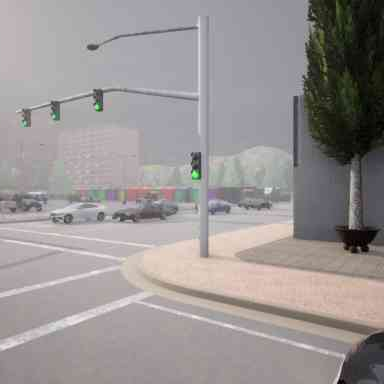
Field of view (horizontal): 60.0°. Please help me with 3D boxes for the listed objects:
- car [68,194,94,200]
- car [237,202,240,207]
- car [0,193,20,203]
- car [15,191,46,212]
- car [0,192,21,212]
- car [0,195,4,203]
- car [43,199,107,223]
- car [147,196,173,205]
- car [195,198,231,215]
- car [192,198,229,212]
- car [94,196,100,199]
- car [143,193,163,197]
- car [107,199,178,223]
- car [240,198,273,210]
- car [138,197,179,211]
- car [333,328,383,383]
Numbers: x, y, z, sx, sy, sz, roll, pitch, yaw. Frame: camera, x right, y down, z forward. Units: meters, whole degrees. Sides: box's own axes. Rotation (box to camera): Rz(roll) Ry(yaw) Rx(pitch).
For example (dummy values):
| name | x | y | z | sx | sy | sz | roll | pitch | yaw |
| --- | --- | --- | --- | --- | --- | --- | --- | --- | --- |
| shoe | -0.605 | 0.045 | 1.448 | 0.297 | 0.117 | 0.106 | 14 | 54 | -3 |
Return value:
| name | x | y | z | sx | sy | sz | roll | pitch | yaw |
| --- | --- | --- | --- | --- | --- | --- | --- | --- | --- |
| car | -21.292 | 1.153 | 62.635 | 4.605 | 1.855 | 1.932 | 0 | 0 | 35 |
| car | 8.605 | 1.547 | 48.725 | 2.033 | 1.411 | 5.357 | 0 | 0 | 37 |
| car | -36.798 | 1.153 | 66.784 | 4.605 | 1.855 | 1.932 | 0 | 0 | 35 |
| car | -18.250 | 1.156 | 36.495 | 3.866 | 1.878 | 1.905 | 0 | 0 | 35 |
| car | -19.964 | 1.153 | 34.162 | 4.605 | 1.855 | 1.932 | 0 | 0 | 35 |
| car | -38.304 | 1.364 | 64.563 | 3.905 | 1.438 | 1.784 | 0 | 0 | 35 |
| car | -8.589 | 1.526 | 25.573 | 1.812 | 1.442 | 4.674 | 0 | 0 | 38 |
| car | -5.287 | 1.395 | 54.909 | 3.806 | 1.475 | 1.970 | 0 | 0 | 35 |
| car | 2.391 | 1.526 | 34.575 | 1.812 | 1.442 | 4.674 | 0 | 0 | 37 |
| car | 2.270 | 1.491 | 40.280 | 2.128 | 1.511 | 4.902 | 0 | 0 | 37 |
| car | -19.569 | 1.364 | 64.964 | 3.905 | 1.438 | 1.784 | 0 | 0 | 35 |
| car | -6.965 | 1.156 | 52.549 | 3.866 | 1.878 | 1.905 | 0 | 0 | 35 |
| car | -3.750 | 1.547 | 26.310 | 2.033 | 1.411 | 5.357 | 0 | 0 | 36 |
| car | 8.684 | 1.547 | 43.017 | 2.033 | 1.411 | 5.357 | 0 | 0 | 37 |
| car | -3.205 | 1.526 | 32.917 | 1.812 | 1.442 | 4.674 | 0 | 0 | 37 |
| car | 3.319 | 1.492 | 1.599 | 4.902 | 1.511 | 2.128 | 0 | 0 | 36 |
